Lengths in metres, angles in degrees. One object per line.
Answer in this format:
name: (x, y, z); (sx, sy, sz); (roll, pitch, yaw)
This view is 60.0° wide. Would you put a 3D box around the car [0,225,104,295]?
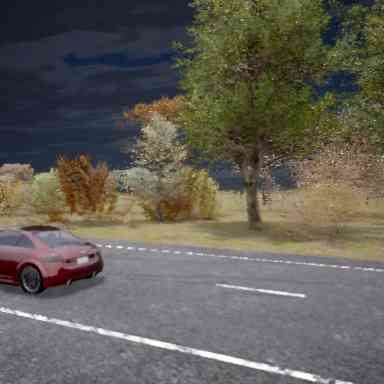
car: (-4.379, 1.567, 8.637); (4.181, 1.385, 1.994); (0, 0, 25)
